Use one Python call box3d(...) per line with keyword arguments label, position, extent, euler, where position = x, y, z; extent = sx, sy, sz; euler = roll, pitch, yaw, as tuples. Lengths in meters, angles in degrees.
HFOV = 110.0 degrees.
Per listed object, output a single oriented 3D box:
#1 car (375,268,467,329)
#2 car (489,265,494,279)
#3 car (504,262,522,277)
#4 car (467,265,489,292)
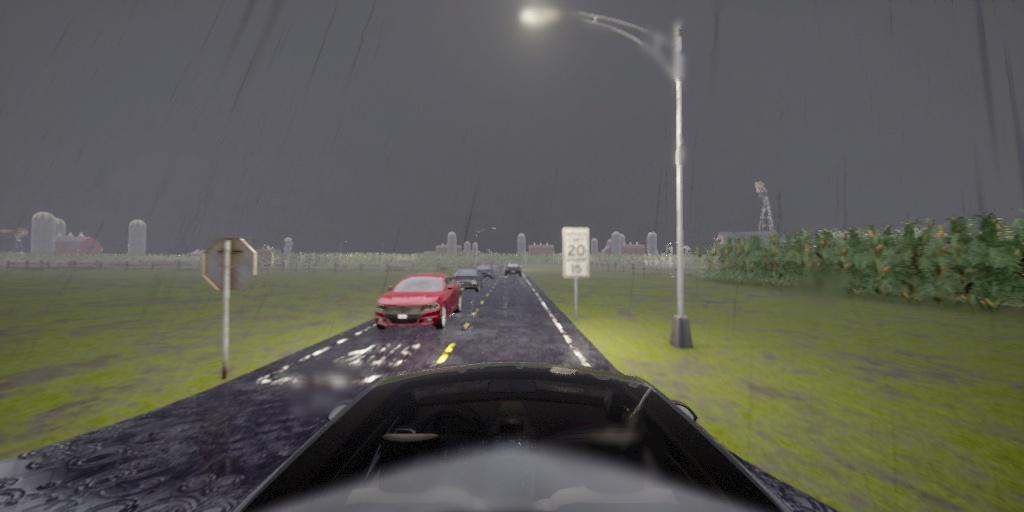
box3d(label="car", position=(-2.840, 1.316, 11.810), extent=(1.882, 1.535, 5.008), euler=(0, 0, 0))
box3d(label="car", position=(-2.791, 1.590, 36.653), extent=(2.033, 1.411, 5.357), euler=(0, 0, 0))
box3d(label="car", position=(0.140, 1.551, 41.704), extent=(1.882, 1.535, 5.008), euler=(0, 0, 0))
box3d(label="car", position=(-2.829, 1.480, 22.993), extent=(2.033, 1.411, 5.357), euler=(0, 0, 0))
